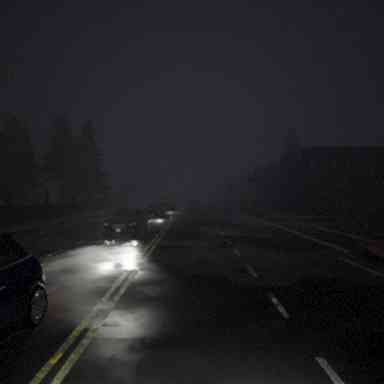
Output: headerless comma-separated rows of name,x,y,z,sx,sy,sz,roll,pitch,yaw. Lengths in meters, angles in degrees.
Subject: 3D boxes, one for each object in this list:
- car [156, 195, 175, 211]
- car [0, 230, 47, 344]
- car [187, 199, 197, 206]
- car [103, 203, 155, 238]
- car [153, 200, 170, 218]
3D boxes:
car,-3.589,1.526,46.109,2.150,2.045,5.566,0,0,0
car,-3.602,1.378,3.970,2.097,1.767,4.553,0,0,0
car,-0.007,1.979,64.669,2.033,1.411,5.357,0,0,0
car,-3.602,1.618,18.716,2.128,1.511,4.902,0,0,0
car,-3.601,1.766,32.717,2.033,1.411,5.357,0,0,0
